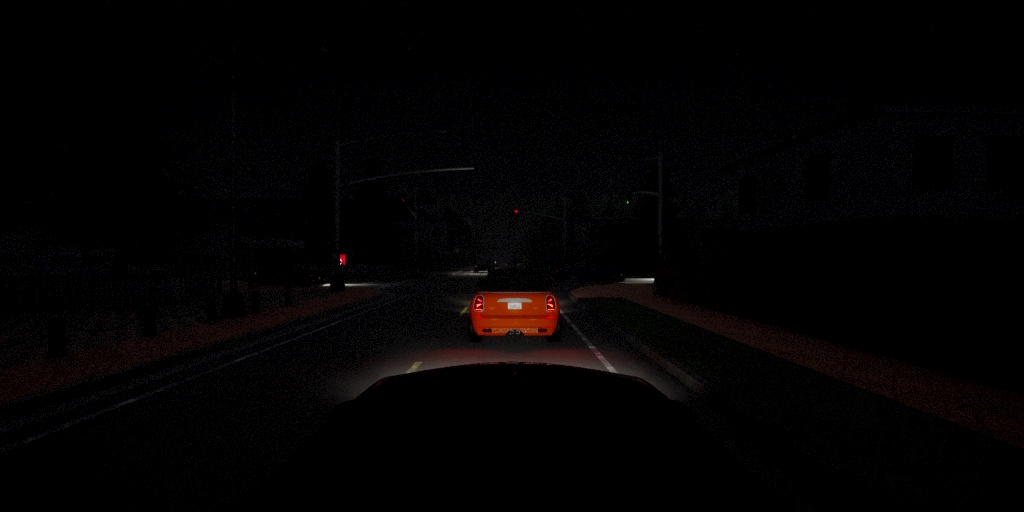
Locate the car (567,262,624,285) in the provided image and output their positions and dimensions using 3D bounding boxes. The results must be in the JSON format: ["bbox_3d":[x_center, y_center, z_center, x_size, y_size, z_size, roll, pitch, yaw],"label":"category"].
[{"bbox_3d":[5.490,1.212,25.701,5.008,1.535,1.882,0,0,-4],"label":"car"}]

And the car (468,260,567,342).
[{"bbox_3d":[0.072,1.102,9.904,2.097,1.767,4.553,0,0,0],"label":"car"}]

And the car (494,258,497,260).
[{"bbox_3d":[-3.588,1.241,54.207,2.128,1.511,4.902,0,0,0],"label":"car"}]

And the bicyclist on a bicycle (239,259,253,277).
[{"bbox_3d":[-23.556,1.066,31.764,0.582,1.620,1.656,0,0,-2],"label":"bicyclist on a bicycle"}]

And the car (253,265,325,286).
[{"bbox_3d":[-15.166,1.329,24.510,4.181,1.385,1.994,0,0,-1],"label":"car"}]

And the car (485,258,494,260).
[{"bbox_3d":[-3.595,1.228,44.746,1.882,1.535,5.008,0,0,0],"label":"car"}]
